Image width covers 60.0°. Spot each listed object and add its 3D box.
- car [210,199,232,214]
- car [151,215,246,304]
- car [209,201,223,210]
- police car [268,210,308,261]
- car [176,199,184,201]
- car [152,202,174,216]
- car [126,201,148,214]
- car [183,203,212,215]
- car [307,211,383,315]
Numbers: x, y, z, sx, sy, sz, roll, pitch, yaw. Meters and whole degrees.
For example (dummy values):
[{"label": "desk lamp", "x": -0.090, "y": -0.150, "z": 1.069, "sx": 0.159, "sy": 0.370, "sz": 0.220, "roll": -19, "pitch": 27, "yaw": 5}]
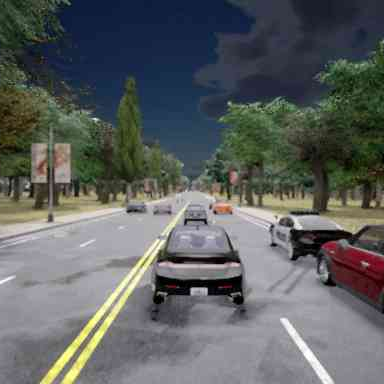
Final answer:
[{"label": "car", "x": 3.576, "y": 1.663, "z": 39.681, "sx": 2.097, "sy": 1.767, "sz": 4.553, "roll": 0, "pitch": 0, "yaw": 1}, {"label": "car", "x": 0.142, "y": 1.553, "z": 8.274, "sx": 2.128, "sy": 1.511, "sz": 4.902, "roll": 0, "pitch": 0, "yaw": 0}, {"label": "car", "x": 3.576, "y": 1.993, "z": 50.255, "sx": 1.895, "sy": 1.301, "sz": 4.718, "roll": 0, "pitch": 0, "yaw": 1}, {"label": "police car", "x": 4.299, "y": 1.536, "z": 12.941, "sx": 1.930, "sy": 1.638, "sz": 5.238, "roll": 0, "pitch": 0, "yaw": 0}, {"label": "car", "x": -2.746, "y": 1.863, "z": 77.687, "sx": 2.033, "sy": 1.411, "sz": 5.357, "roll": 0, "pitch": 0, "yaw": 0}, {"label": "car", "x": -3.114, "y": 1.785, "z": 36.307, "sx": 1.812, "sy": 1.442, "sz": 4.674, "roll": 0, "pitch": 0, "yaw": 0}, {"label": "car", "x": -6.346, "y": 1.815, "z": 38.816, "sx": 2.033, "sy": 1.411, "sz": 5.357, "roll": 0, "pitch": 0, "yaw": 1}, {"label": "car", "x": 0.265, "y": 1.745, "z": 26.561, "sx": 2.033, "sy": 1.411, "sz": 5.357, "roll": 0, "pitch": 0, "yaw": 0}, {"label": "car", "x": 4.257, "y": 1.416, "z": 6.801, "sx": 2.097, "sy": 1.767, "sz": 4.553, "roll": 0, "pitch": 0, "yaw": 0}]
